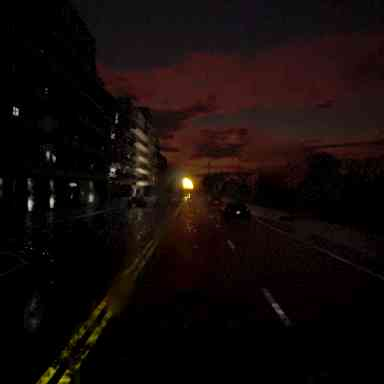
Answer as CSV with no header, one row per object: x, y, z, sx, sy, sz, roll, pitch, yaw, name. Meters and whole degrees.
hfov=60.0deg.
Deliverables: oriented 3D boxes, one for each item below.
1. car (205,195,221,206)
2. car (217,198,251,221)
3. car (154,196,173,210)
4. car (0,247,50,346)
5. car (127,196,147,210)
3.343,1.232,48.455,1.882,1.535,5.008,0,0,0,car
3.339,1.430,25.983,1.994,1.385,4.181,0,0,0,car
-3.346,1.274,39.775,1.882,1.535,5.008,0,0,0,car
-3.341,1.470,3.747,2.128,1.511,4.902,0,0,0,car
-6.595,1.288,40.092,2.128,1.511,4.902,0,0,0,car
